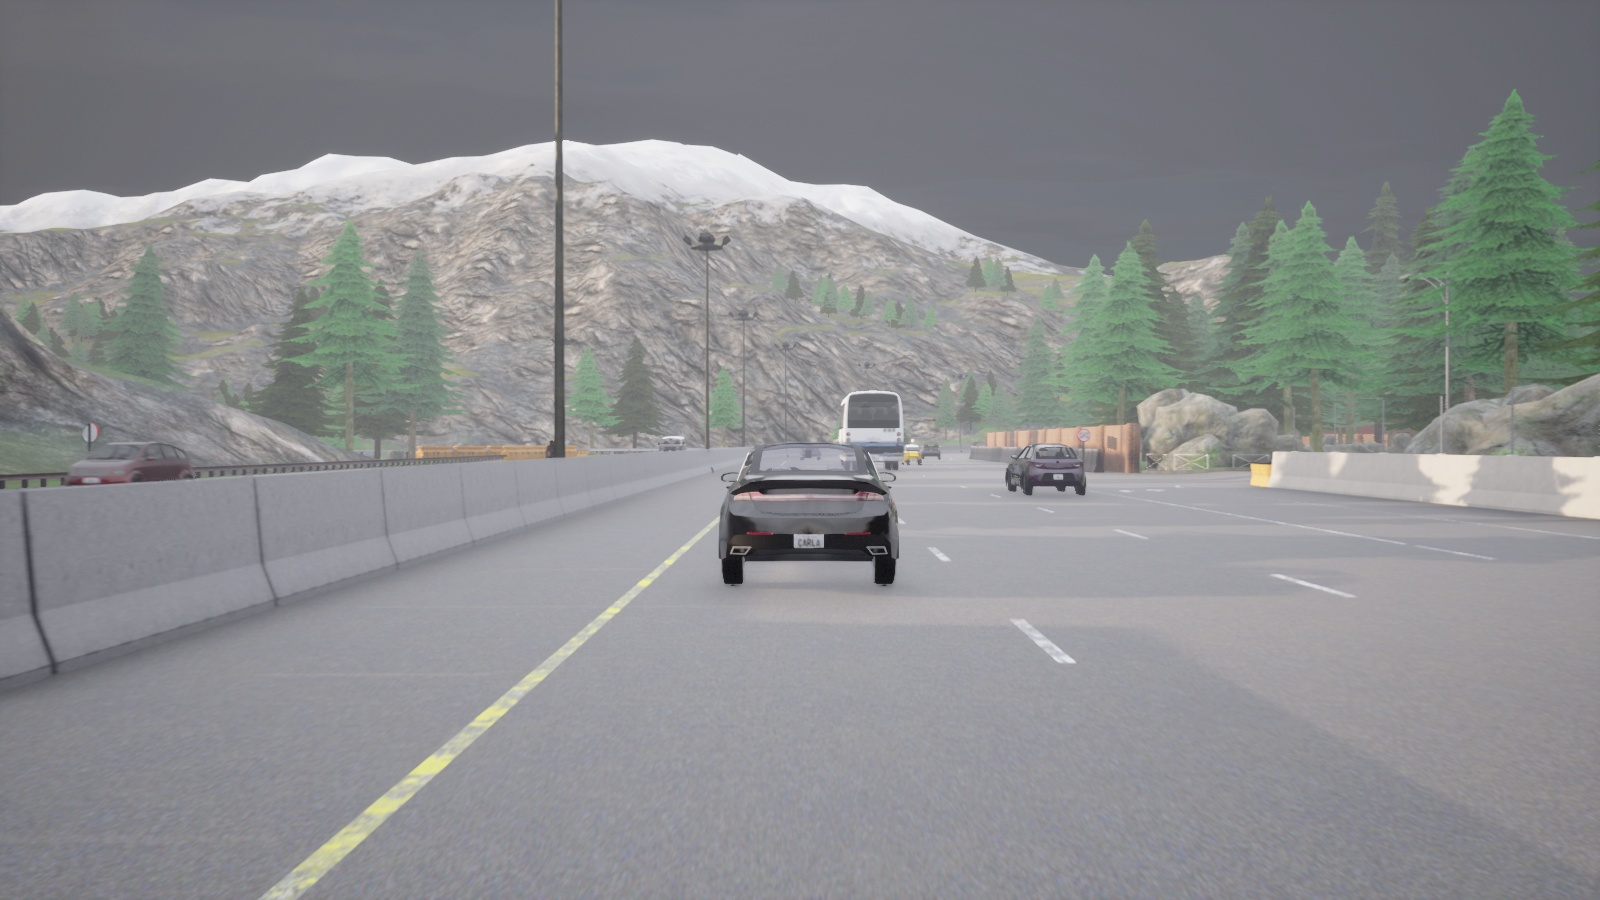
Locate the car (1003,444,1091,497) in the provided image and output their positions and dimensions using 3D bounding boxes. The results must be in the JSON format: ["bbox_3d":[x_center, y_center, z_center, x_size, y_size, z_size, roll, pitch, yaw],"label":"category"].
[{"bbox_3d":[7.227,0.556,37.141,1.816,1.474,4.193,0,0,0],"label":"car"}]

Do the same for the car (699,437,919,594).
[{"bbox_3d":[0.098,0.620,14.598,2.128,1.511,4.902,0,0,0],"label":"car"}]

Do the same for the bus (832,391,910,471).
[{"bbox_3d":[3.927,-1.034,72.173,3.944,4.253,10.273,0,0,0],"label":"bus"}]

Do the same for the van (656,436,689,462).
[{"bbox_3d":[-9.919,-0.090,97.840,2.069,2.038,4.480,0,0,1],"label":"van"}]

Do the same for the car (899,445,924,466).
[{"bbox_3d":[7.495,0.332,84.249,1.481,1.376,2.207,0,1,0],"label":"car"}]

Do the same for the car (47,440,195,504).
[{"bbox_3d":[-17.302,0.531,32.203,1.789,1.549,3.705,0,0,0],"label":"car"}]
